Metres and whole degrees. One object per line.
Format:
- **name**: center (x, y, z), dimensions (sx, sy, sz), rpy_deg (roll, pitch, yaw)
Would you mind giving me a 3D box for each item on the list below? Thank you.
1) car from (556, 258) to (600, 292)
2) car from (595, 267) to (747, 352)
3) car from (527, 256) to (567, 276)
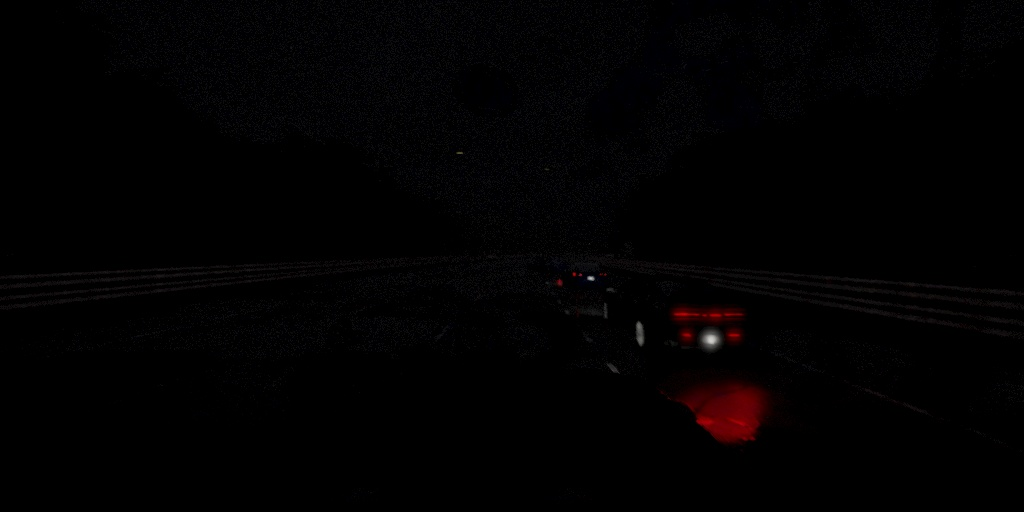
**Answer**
- **car**: center (3.851, 1.077, 19.431), dimensions (2.163, 1.488, 4.792), rpy_deg (0, 1, 2)
- **car**: center (3.539, 1.194, 8.731), dimensions (1.837, 1.490, 4.892), rpy_deg (0, 1, 1)
- **car**: center (3.214, 0.963, 31.889), dimensions (1.812, 1.442, 4.674), rpy_deg (0, 1, -30)
